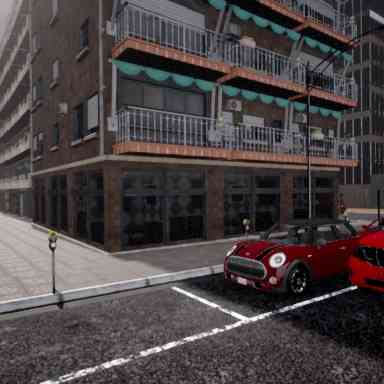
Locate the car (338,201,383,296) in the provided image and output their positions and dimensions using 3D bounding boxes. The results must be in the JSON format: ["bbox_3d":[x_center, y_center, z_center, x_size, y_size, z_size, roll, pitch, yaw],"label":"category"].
[{"bbox_3d":[5.906,1.218,7.563,5.566,2.045,2.150,0,0,-35],"label":"car"}]

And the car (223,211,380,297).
[{"bbox_3d":[2.728,1.438,8.512,4.097,1.590,1.967,0,-1,-35],"label":"car"}]

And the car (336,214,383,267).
[{"bbox_3d":[7.228,1.542,11.716,4.507,1.381,1.887,0,-1,-35],"label":"car"}]

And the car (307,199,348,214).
[{"bbox_3d":[16.498,1.742,40.603,1.967,1.590,4.097,-2,0,-36],"label":"car"}]
